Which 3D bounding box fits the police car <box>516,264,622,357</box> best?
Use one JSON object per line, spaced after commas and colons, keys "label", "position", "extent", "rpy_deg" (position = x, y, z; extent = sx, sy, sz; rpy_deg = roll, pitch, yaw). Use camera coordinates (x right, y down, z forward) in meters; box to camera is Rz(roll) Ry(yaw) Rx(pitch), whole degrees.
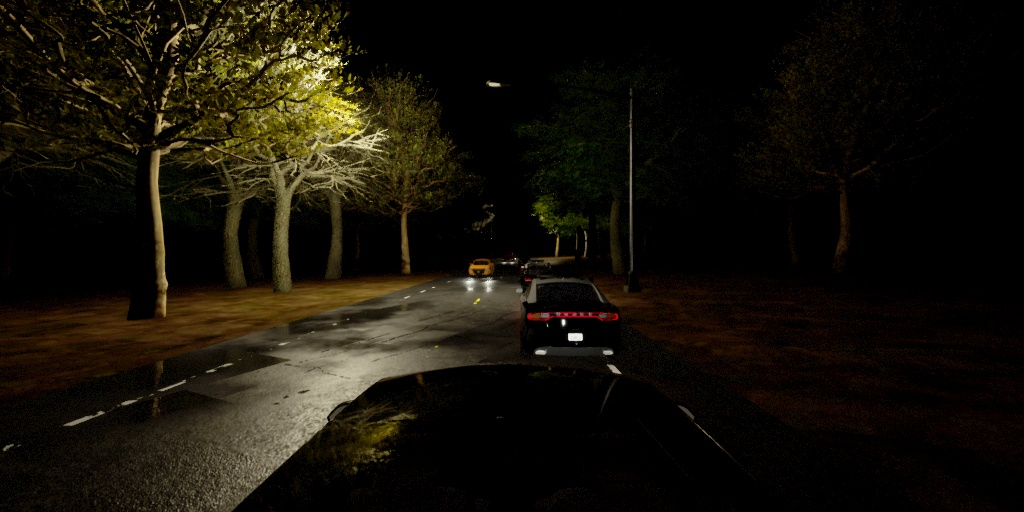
{"label": "police car", "position": [1.123, 1.166, 8.670], "extent": [1.930, 1.638, 5.238], "rpy_deg": [0, 0, 1]}

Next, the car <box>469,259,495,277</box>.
{"label": "car", "position": [-2.657, 1.029, 32.243], "extent": [1.882, 1.535, 5.008], "rpy_deg": [0, 1, 3]}

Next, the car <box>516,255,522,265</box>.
{"label": "car", "position": [1.802, 0.836, 50.144], "extent": [1.837, 1.490, 4.892], "rpy_deg": [0, 1, 2]}

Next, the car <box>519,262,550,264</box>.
{"label": "car", "position": [1.399, 1.215, 18.498], "extent": [1.812, 1.442, 4.674], "rpy_deg": [0, 0, 2]}

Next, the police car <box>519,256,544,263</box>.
{"label": "police car", "position": [1.658, 1.058, 24.585], "extent": [1.930, 1.638, 5.238], "rpy_deg": [0, 1, 3]}
